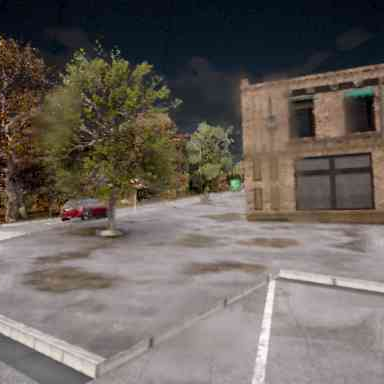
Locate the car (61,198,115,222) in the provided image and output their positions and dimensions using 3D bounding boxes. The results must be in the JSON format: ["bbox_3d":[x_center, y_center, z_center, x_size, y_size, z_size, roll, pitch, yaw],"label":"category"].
[{"bbox_3d":[-8.027,1.229,25.967,2.097,1.767,4.553,-3,1,21],"label":"car"}]
